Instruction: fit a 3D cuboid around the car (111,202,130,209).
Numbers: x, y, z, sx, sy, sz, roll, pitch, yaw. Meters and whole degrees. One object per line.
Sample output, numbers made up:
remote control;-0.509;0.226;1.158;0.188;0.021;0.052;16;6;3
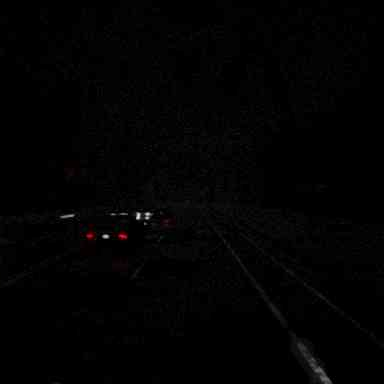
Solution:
car;-9.834;2.149;46.113;1.837;1.490;4.892;0;-1;0

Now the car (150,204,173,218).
car;-3.153;2.006;36.122;1.812;1.442;4.674;0;-1;0

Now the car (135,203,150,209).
car;-6.584;2.205;45.967;1.994;1.385;4.181;0;-1;0

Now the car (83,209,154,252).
car;-3.153;1.713;14.677;2.033;1.411;5.357;0;-1;0
